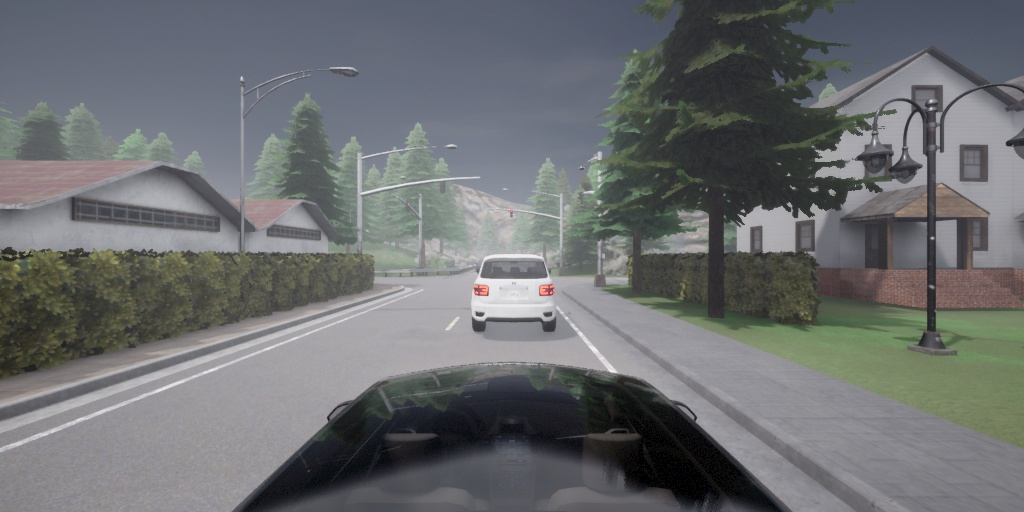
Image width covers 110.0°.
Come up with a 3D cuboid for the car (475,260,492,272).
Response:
[{"bbox_3d":[-3.601,1.255,46.078,1.837,1.490,4.892,0,0,0],"label":"car"}]

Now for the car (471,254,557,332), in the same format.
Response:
[{"bbox_3d":[0.064,0.971,11.003,2.150,2.045,5.566,0,0,0],"label":"car"}]

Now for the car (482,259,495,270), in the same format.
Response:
[{"bbox_3d":[-3.600,1.276,55.315,1.812,1.442,4.674,0,0,0],"label":"car"}]
